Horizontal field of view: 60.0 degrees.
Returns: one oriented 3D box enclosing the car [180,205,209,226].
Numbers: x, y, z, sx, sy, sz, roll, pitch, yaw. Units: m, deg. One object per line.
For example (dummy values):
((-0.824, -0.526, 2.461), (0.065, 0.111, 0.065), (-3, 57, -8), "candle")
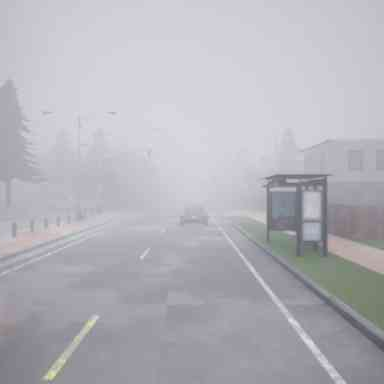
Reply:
((0.146, 1.609, 23.703), (1.994, 1.385, 4.181), (0, 0, 0), "car")
